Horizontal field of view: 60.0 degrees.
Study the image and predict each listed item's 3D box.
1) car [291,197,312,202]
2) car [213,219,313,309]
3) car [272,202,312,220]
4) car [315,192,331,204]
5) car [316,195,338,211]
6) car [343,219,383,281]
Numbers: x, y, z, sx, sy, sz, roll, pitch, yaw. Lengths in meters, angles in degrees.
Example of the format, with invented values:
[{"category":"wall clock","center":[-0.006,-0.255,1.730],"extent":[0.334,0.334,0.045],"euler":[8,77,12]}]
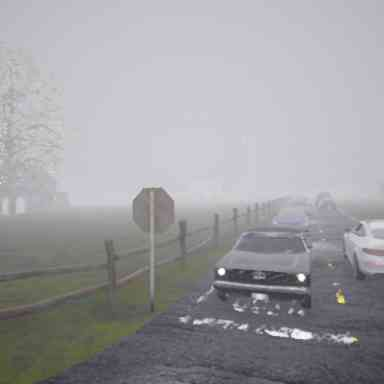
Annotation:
[{"category":"car","center":[9.296,1.442,28.970],"extent":[1.837,1.490,4.892],"euler":[-1,0,19]},{"category":"car","center":[1.957,1.591,8.134],"extent":[1.895,1.301,4.718],"euler":[-1,0,19]},{"category":"car","center":[5.382,1.492,17.849],"extent":[1.812,1.442,4.674],"euler":[-1,0,19]},{"category":"car","center":[19.013,1.074,48.033],"extent":[2.150,2.045,5.566],"euler":[-1,0,19]},{"category":"car","center":[15.759,1.383,38.606],"extent":[1.837,1.490,4.892],"euler":[-1,0,20]},{"category":"car","center":[5.393,1.482,9.310],"extent":[1.812,1.442,4.674],"euler":[-1,0,19]}]
